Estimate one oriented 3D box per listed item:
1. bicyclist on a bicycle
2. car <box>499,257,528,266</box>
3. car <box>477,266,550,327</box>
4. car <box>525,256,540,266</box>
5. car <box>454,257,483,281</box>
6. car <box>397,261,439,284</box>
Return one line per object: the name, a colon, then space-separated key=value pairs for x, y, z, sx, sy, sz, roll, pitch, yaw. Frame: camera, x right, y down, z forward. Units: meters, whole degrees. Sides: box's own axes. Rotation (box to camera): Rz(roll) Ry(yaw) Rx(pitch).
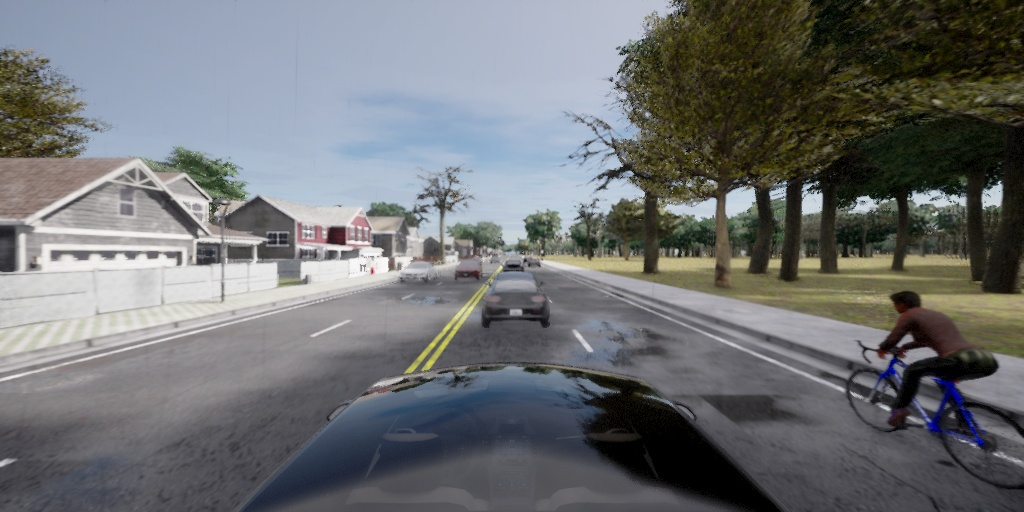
bicyclist on a bicycle: x=4.149 y=1.191 z=3.626 sx=0.582 sy=1.620 sz=1.656 roll=0 pitch=0 yaw=0
car: x=0.105 y=1.075 z=30.535 sx=1.837 sy=1.490 sz=4.892 roll=0 pitch=0 yaw=0
car: x=0.102 y=1.216 z=11.162 sx=1.812 sy=1.442 sz=4.674 roll=0 pitch=0 yaw=0
car: x=3.362 y=0.894 z=55.850 sx=2.128 sy=1.511 sz=4.902 roll=0 pitch=0 yaw=0
car: x=-3.343 y=1.061 z=28.404 sx=1.882 sy=1.535 sz=5.008 roll=0 pitch=0 yaw=0
car: x=-6.593 y=1.125 z=25.758 sx=1.812 sy=1.442 sz=4.674 roll=0 pitch=0 yaw=0
